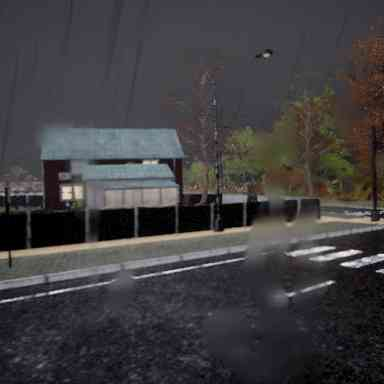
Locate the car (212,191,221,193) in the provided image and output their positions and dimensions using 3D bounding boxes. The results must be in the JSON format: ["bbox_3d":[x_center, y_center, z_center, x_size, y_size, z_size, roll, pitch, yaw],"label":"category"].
[{"bbox_3d":[4.633,0.636,61.554,2.128,1.511,4.902,-2,1,-14],"label":"car"}]

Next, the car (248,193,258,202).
[{"bbox_3d":[8.563,0.902,46.539,1.994,1.385,4.181,-2,1,-15],"label":"car"}]
